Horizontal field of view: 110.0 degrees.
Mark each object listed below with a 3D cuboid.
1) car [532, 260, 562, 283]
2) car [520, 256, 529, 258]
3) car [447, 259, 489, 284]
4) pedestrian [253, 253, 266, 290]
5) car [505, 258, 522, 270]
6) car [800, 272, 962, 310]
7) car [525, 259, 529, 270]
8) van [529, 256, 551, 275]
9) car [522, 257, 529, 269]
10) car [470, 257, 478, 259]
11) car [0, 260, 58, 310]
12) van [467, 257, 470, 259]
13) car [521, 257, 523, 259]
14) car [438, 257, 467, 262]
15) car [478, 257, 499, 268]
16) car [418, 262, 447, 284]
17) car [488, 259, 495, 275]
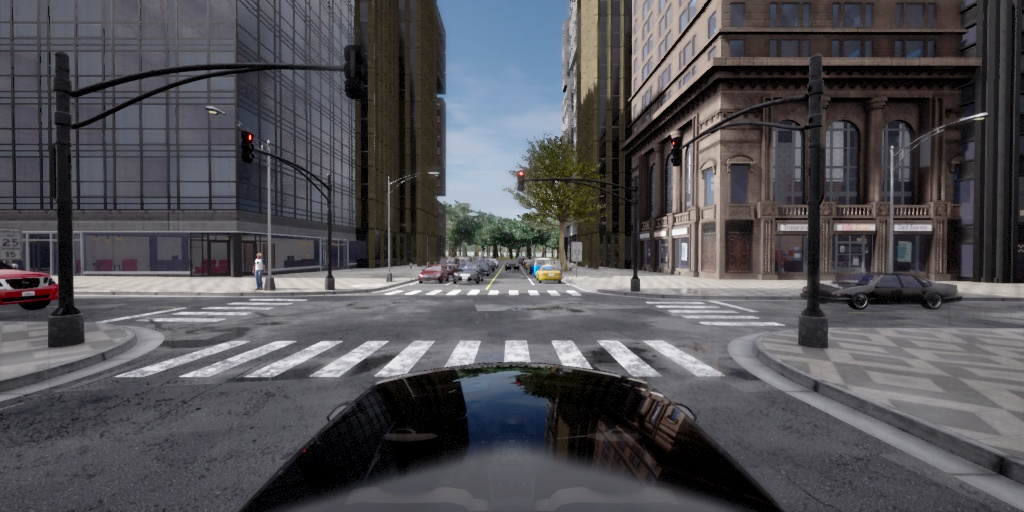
[{"bbox_3d":[2.733,1.253,27.184,1.751,1.417,4.829,0,0,0],"label":"car"},{"bbox_3d":[2.694,1.201,61.091,2.007,1.370,4.403,0,0,0],"label":"car"},{"bbox_3d":[-3.134,1.220,26.507,2.128,1.511,4.902,0,0,1],"label":"car"},{"bbox_3d":[-12.541,0.740,17.816,0.375,1.860,0.375,0,0,0],"label":"pedestrian"},{"bbox_3d":[0.045,1.283,49.393,1.895,1.301,4.718,0,0,0],"label":"car"},{"bbox_3d":[15.200,1.393,14.884,5.357,1.411,2.033,0,1,-2],"label":"car"},{"bbox_3d":[2.720,1.274,38.374,1.948,1.339,4.313,0,0,0],"label":"car"},{"bbox_3d":[2.727,1.060,32.694,1.690,1.789,3.998,0,0,0],"label":"van"},{"bbox_3d":[2.707,1.207,49.903,1.751,1.417,4.829,0,0,0],"label":"car"},{"bbox_3d":[-5.812,1.010,44.036,2.192,1.841,5.009,0,0,0],"label":"car"},{"bbox_3d":[-18.386,0.841,11.560,5.566,2.045,2.150,1,1,0],"label":"car"},{"bbox_3d":[-5.805,1.049,38.356,1.690,1.789,3.998,0,0,0],"label":"van"},{"bbox_3d":[2.701,1.211,55.412,1.888,1.381,4.507,0,0,0],"label":"car"},{"bbox_3d":[-5.799,1.033,32.676,2.192,1.841,5.009,0,0,0],"label":"car"},{"bbox_3d":[-3.138,1.182,46.441,2.128,1.511,4.902,0,0,0],"label":"car"},{"bbox_3d":[-5.792,1.310,26.996,1.802,1.307,4.207,0,0,0],"label":"car"},{"bbox_3d":[-3.133,1.260,36.329,2.033,1.411,5.357,0,0,0],"label":"car"}]
